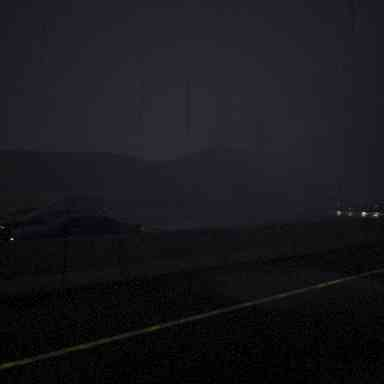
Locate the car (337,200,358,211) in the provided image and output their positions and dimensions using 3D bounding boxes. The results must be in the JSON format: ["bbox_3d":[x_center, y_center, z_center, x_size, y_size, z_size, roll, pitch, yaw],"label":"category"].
[{"bbox_3d":[23.570,1.967,50.031,2.097,1.767,4.553,0,-1,43],"label":"car"}]

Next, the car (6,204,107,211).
[{"bbox_3d":[-6.974,1.523,16.215,5.008,1.535,1.882,1,-1,-36],"label":"car"}]

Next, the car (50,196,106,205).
[{"bbox_3d":[-8.780,1.302,23.525,5.566,2.045,2.150,1,-1,-36],"label":"car"}]

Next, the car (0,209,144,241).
[{"bbox_3d":[-4.602,1.598,13.604,5.357,1.411,2.033,1,-1,-35],"label":"car"}]

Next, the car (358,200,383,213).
[{"bbox_3d":[25.933,1.973,47.422,2.097,1.767,4.553,0,-1,43],"label":"car"}]
